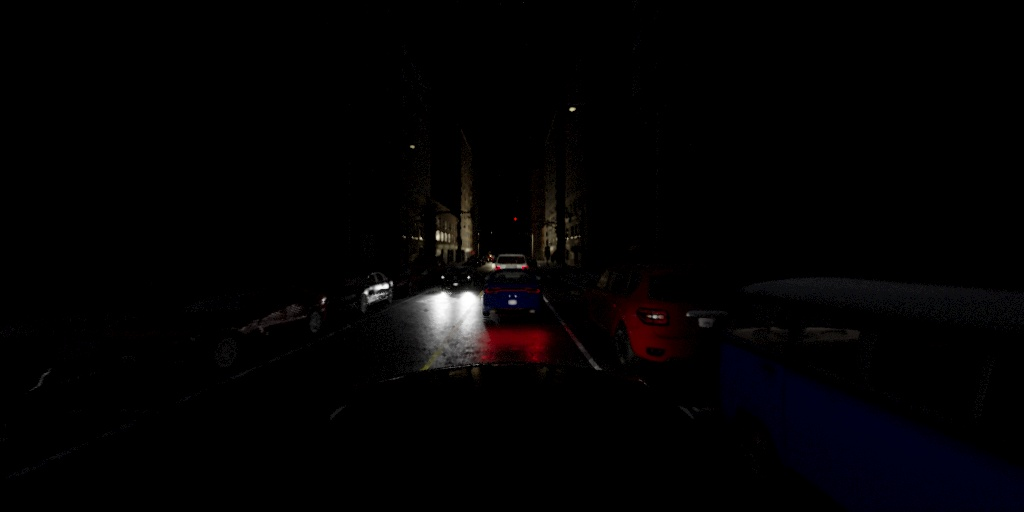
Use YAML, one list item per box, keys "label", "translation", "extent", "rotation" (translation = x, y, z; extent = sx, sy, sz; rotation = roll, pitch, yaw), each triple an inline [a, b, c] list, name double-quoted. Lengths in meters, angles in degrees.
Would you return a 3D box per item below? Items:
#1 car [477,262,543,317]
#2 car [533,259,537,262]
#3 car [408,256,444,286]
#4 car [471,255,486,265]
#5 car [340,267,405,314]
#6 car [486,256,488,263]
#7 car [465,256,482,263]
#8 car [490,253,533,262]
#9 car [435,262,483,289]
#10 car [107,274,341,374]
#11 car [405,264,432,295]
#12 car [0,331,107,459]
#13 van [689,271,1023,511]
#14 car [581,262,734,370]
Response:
- label: "car"
  translation: [0.025, 1.165, 12.787]
  extent: [1.882, 1.535, 5.008]
  rotation: [0, 0, 0]
- label: "car"
  translation: [2.758, 1.081, 51.349]
  extent: [1.802, 1.307, 4.207]
  rotation: [0, 0, 0]
- label: "car"
  translation: [-5.713, 0.944, 24.305]
  extent: [2.192, 1.841, 5.009]
  rotation: [0, 0, 0]
- label: "car"
  translation: [-5.778, 0.794, 56.869]
  extent: [2.192, 1.841, 5.009]
  rotation: [0, 0, 0]
- label: "car"
  translation: [-5.691, 1.238, 13.140]
  extent: [2.007, 1.370, 4.403]
  rotation: [0, 0, 0]
- label: "car"
  translation: [-5.790, 1.002, 62.434]
  extent: [1.888, 1.381, 4.507]
  rotation: [0, 0, 0]
- label: "car"
  translation: [-5.767, 1.084, 51.304]
  extent: [1.802, 1.307, 4.207]
  rotation: [0, 0, 0]
- label: "car"
  translation: [-0.039, 0.855, 23.024]
  extent: [2.150, 2.045, 5.566]
  rotation: [0, 0, 0]
- label: "car"
  translation: [-3.102, 1.241, 21.975]
  extent: [1.895, 1.301, 4.718]
  rotation: [0, 0, 0]
- label: "car"
  translation: [-5.680, 1.263, 7.558]
  extent: [1.888, 1.381, 4.507]
  rotation: [0, 0, 0]
- label: "car"
  translation: [-5.702, 1.240, 18.723]
  extent: [1.802, 1.307, 4.207]
  rotation: [0, 0, 0]
- label: "car"
  translation: [-5.669, 1.316, 1.975]
  extent: [1.948, 1.339, 4.313]
  rotation: [0, 0, 0]
- label: "van"
  translation: [2.856, 1.088, 2.013]
  extent: [1.690, 1.789, 3.998]
  rotation: [0, 0, 0]
- label: "car"
  translation: [2.845, 1.030, 7.597]
  extent: [2.192, 1.841, 5.009]
  rotation: [0, 0, 0]
